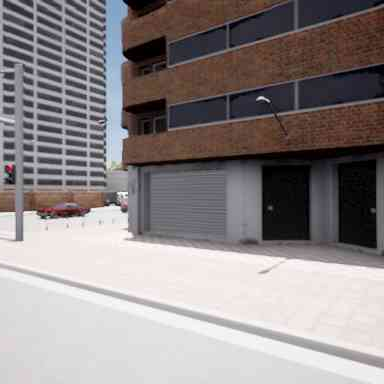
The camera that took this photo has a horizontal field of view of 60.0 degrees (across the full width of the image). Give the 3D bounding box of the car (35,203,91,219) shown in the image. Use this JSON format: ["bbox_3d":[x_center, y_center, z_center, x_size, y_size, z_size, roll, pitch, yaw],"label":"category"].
[{"bbox_3d":[-11.891,1.738,30.793,1.895,1.301,4.718,0,0,35],"label":"car"}]

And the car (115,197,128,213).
[{"bbox_3d":[-6.174,1.615,38.895,1.882,1.535,5.008,0,0,35],"label":"car"}]
